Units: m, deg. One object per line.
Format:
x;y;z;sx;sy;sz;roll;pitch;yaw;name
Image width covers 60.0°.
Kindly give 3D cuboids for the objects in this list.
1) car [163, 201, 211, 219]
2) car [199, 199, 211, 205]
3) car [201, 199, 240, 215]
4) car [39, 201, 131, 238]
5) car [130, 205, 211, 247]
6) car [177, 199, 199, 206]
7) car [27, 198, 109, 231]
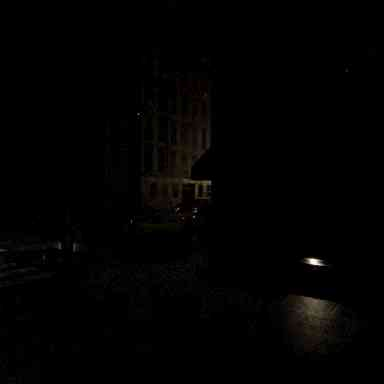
-0.357;1.521;28.934;1.947;1.339;4.313;0;0;36;car
2.868;1.314;19.639;2.192;1.841;5.009;0;0;36;car
2.945;1.493;33.554;1.887;1.381;4.507;0;0;36;car
-5.187;1.457;17.802;1.882;1.535;5.008;0;0;34;car
-0.337;1.530;15.158;1.752;1.417;4.829;0;0;36;car
0.649;1.321;25.970;2.097;1.767;4.553;0;0;35;car
-6.959;1.282;19.693;2.192;1.841;5.009;0;0;36;car
